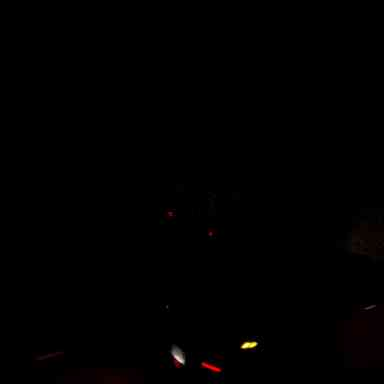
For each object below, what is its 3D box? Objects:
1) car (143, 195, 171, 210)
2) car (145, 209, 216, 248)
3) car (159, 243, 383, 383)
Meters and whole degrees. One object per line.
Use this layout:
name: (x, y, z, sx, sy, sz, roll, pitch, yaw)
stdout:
car: (-3.446, 1.149, 14.017, 5.566, 2.045, 2.150, 0, 0, -31)
car: (-1.786, 1.487, 10.985, 5.357, 1.411, 2.033, 0, 0, -32)
car: (1.803, 1.491, 4.682, 4.674, 1.442, 1.812, 0, 0, -32)
